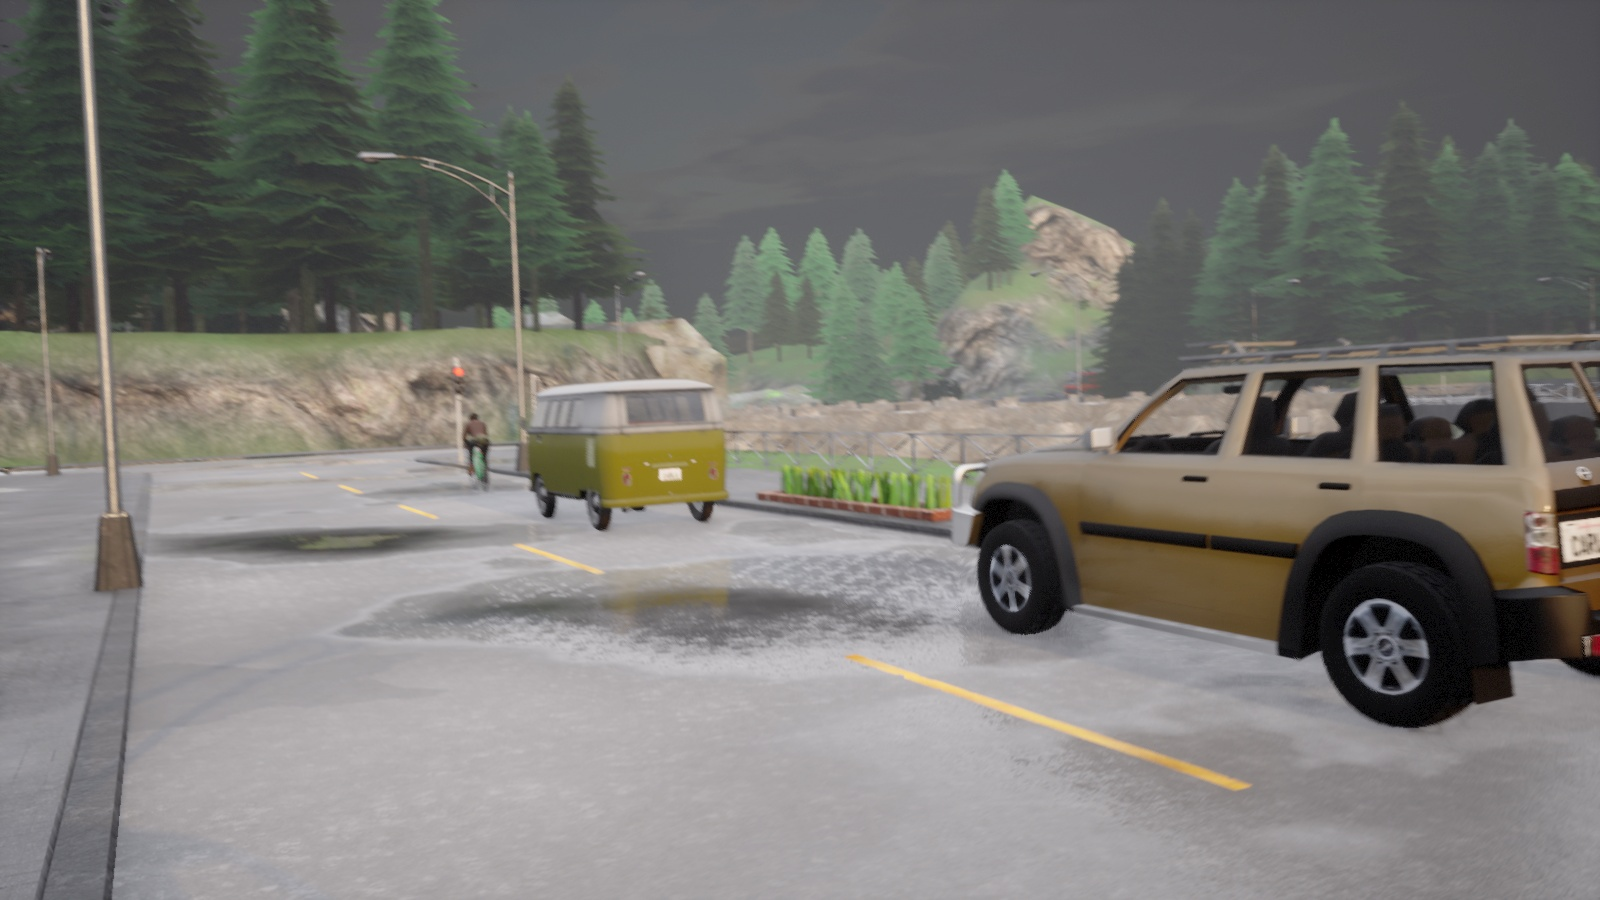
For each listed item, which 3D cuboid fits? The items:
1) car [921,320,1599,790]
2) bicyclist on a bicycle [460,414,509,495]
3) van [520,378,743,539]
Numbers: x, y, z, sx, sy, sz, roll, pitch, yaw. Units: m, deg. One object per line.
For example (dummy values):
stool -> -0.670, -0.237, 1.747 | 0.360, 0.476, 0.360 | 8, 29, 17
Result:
car -> 2.796, 0.333, 7.429 | 1.932, 1.855, 4.605 | -3, 2, -27
bicyclist on a bicycle -> -6.566, 0.080, 26.102 | 0.582, 1.620, 1.656 | -3, 2, -26
van -> -2.578, 0.045, 18.151 | 1.775, 1.987, 4.442 | -3, 2, -27
